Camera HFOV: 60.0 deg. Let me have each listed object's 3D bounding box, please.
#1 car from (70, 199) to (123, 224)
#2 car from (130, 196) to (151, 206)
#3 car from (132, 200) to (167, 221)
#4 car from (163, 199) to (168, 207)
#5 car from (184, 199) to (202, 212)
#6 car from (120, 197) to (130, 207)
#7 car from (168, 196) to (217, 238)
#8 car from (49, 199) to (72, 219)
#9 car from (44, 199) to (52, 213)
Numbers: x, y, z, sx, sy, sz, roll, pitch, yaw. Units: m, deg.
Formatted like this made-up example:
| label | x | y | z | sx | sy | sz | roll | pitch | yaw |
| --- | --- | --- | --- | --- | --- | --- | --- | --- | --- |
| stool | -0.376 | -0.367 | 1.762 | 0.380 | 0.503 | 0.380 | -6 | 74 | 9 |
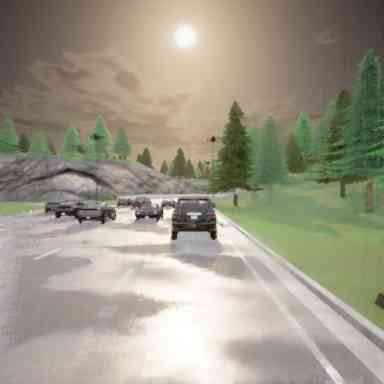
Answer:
| label | x | y | z | sx | sy | sz | roll | pitch | yaw |
| --- | --- | --- | --- | --- | --- | --- | --- | --- | --- |
| car | -6.901 | 1.501 | 24.531 | 2.128 | 1.511 | 4.902 | 0 | 0 | 0 |
| car | -6.898 | 1.369 | 46.613 | 2.097 | 1.767 | 4.553 | 0 | 0 | 0 |
| car | -3.400 | 1.611 | 27.375 | 1.895 | 1.301 | 4.718 | 0 | 0 | 0 |
| car | -3.399 | 1.619 | 48.487 | 1.895 | 1.301 | 4.718 | 0 | 0 | 0 |
| car | 0.099 | 1.562 | 40.897 | 2.033 | 1.411 | 5.357 | 0 | 0 | 0 |
| car | -10.399 | 1.511 | 52.148 | 2.128 | 1.511 | 4.902 | 0 | 0 | 0 |
| car | 0.099 | 1.228 | 17.676 | 2.150 | 2.045 | 5.566 | 0 | 0 | 0 |
| car | -10.400 | 1.516 | 29.303 | 1.837 | 1.490 | 4.892 | 0 | 0 | 0 |
| car | -14.642 | 1.506 | 36.425 | 2.128 | 1.511 | 4.902 | 0 | 0 | -8 |
